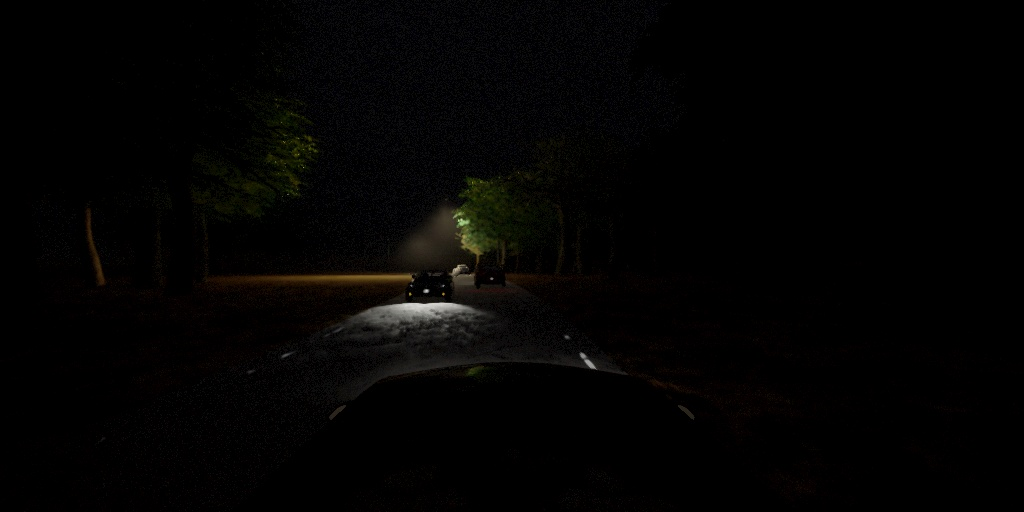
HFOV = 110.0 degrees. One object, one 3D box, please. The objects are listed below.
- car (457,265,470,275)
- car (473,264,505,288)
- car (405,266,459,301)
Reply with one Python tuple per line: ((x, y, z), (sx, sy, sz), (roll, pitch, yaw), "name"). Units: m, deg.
((-7.177, 1.992, 50.682), (1.812, 1.442, 4.674), (-1, -2, -16), "car")
((-1.642, 1.332, 25.237), (1.882, 1.535, 5.008), (0, -1, -8), "car")
((-3.838, 1.353, 17.441), (1.994, 1.385, 4.181), (1, -1, -5), "car")
